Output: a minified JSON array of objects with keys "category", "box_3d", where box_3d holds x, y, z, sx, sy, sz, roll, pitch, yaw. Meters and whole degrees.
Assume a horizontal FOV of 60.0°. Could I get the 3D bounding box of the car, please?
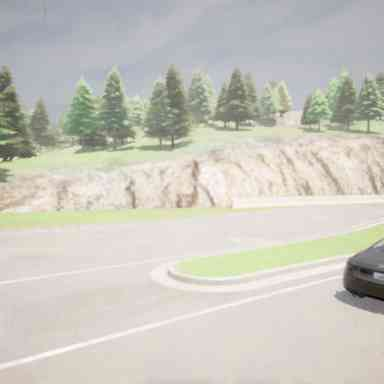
[{"category":"car","box_3d":[5.151,1.500,7.124,4.181,1.385,1.994,-1,0,-33]}]
